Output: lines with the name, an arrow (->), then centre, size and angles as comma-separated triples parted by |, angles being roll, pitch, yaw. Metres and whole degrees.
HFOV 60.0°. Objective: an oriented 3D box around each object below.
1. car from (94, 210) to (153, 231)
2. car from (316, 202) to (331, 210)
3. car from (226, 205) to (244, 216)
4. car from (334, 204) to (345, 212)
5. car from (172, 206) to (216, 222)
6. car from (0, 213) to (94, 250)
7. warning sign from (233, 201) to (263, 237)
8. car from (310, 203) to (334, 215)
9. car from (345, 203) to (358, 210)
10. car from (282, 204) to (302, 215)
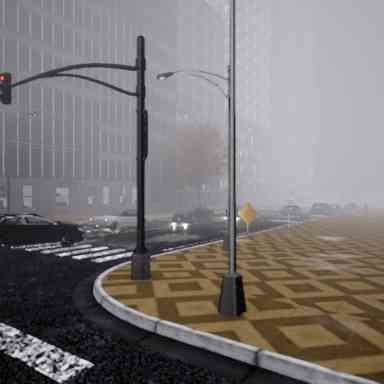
car -> -4.953, 1.936, 23.465 | 1.895, 1.301, 4.718 | 0, -1, 33
car -> 25.684, 2.776, 64.797 | 1.812, 1.442, 4.674 | 0, -1, 33
car -> 5.683, 2.252, 40.002 | 1.994, 1.385, 4.181 | 0, -1, 33
car -> 23.794, 2.649, 55.845 | 2.033, 1.411, 5.357 | 0, -1, 33
car -> 0.313, 2.058, 31.660 | 2.033, 1.411, 5.357 | 0, -1, 33
car -> -7.201, 1.671, 14.564 | 4.902, 1.511, 2.128 | 1, -1, -38
warning sign -> 3.131, 1.460, 18.533 | 1.300, 1.860, 1.060 | 1, 1, 33
car -> 18.339, 2.276, 47.346 | 2.097, 1.767, 4.553 | 0, -1, 33
car -> 31.397, 2.845, 65.758 | 1.812, 1.442, 4.674 | 0, -1, 33
car -> 13.940, 2.393, 46.505 | 1.812, 1.442, 4.674 | 0, -1, 33
